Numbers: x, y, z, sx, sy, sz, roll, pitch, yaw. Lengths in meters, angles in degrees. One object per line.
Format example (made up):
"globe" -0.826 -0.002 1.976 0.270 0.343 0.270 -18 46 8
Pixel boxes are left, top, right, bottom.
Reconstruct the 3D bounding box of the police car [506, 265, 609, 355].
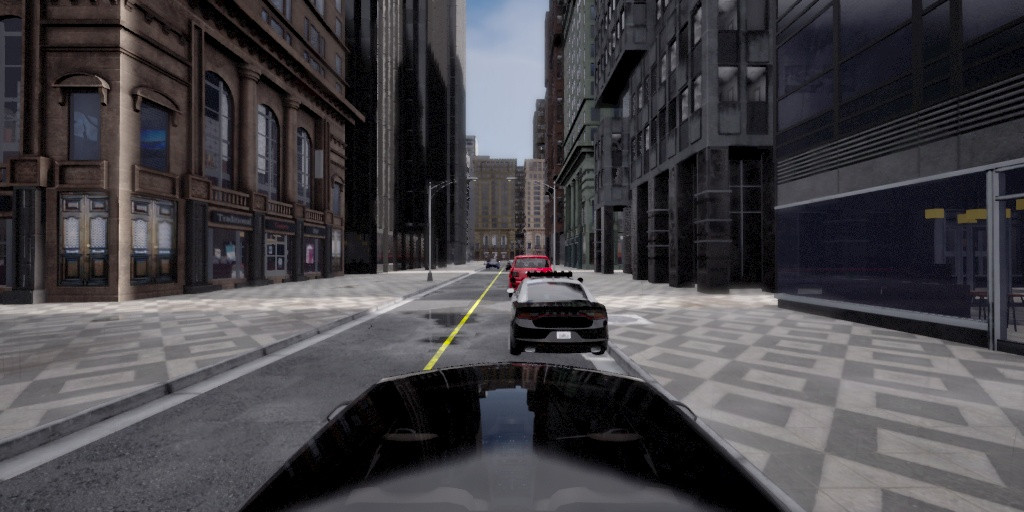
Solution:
"police car" 0.906 1.179 8.844 1.930 1.638 5.238 0 0 0

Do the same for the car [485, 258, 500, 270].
"car" -2.937 1.183 55.551 2.097 1.767 4.553 0 0 0

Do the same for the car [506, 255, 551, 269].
"car" 0.919 0.985 18.765 2.150 2.045 5.566 0 0 0
